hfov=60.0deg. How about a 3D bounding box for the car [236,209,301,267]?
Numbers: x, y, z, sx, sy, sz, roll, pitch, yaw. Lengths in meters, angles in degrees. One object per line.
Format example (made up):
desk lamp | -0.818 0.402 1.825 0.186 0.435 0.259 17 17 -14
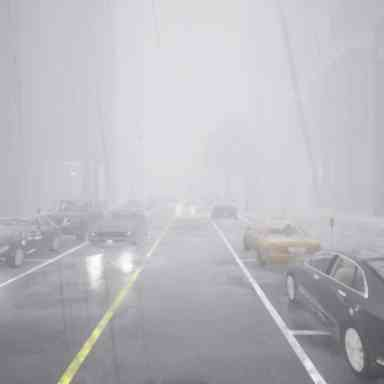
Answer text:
car | 2.758 1.474 11.056 1.752 1.417 4.829 0 0 0

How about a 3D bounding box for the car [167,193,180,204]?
car | -3.067 1.305 57.252 2.033 1.411 5.357 0 0 1

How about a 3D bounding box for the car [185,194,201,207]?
car | 0.019 1.323 47.142 1.812 1.442 4.674 0 0 1

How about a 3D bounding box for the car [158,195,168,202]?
car | -5.787 1.247 66.890 1.752 1.417 4.829 0 0 0

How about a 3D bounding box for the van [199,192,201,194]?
van | 2.740 1.083 61.450 1.690 1.788 3.998 0 0 0

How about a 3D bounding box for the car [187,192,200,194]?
car | -0.023 0.966 65.211 2.150 2.045 5.566 0 0 0

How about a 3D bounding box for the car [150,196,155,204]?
car | -5.777 1.356 38.796 1.752 1.417 4.829 0 0 0

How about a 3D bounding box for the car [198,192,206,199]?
car | 2.728 0.937 95.160 2.192 1.841 5.009 0 0 0

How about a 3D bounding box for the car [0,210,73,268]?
car | -5.766 1.500 10.873 2.008 1.369 4.403 0 0 0

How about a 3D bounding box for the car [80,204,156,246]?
car | -3.103 1.477 15.226 2.033 1.411 5.357 0 0 0

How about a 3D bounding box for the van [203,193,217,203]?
van | 2.746 1.149 44.595 1.690 1.788 3.998 0 0 0

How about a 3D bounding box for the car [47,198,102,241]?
car | -5.769 1.239 16.490 2.192 1.841 5.009 0 0 0

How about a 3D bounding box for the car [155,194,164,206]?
car | -5.781 1.351 50.204 1.947 1.339 4.313 0 0 0

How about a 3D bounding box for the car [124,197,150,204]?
car | -5.775 1.419 33.348 1.947 1.339 4.313 0 0 0

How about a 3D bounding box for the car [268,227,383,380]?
car | 2.761 1.526 5.262 2.008 1.369 4.403 0 0 0

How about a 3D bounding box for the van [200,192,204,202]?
van | 2.742 1.105 55.832 1.690 1.788 3.998 0 0 0

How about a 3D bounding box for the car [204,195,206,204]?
car | 2.748 1.375 38.978 1.887 1.381 4.507 0 0 0

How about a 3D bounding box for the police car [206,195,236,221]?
police car | 2.357 1.307 26.286 1.930 1.638 5.238 0 0 0

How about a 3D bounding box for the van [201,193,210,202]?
van | 2.738 1.062 67.069 1.690 1.788 3.998 0 0 0

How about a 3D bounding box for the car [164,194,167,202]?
car | -5.783 1.329 55.823 1.947 1.339 4.313 0 0 0
